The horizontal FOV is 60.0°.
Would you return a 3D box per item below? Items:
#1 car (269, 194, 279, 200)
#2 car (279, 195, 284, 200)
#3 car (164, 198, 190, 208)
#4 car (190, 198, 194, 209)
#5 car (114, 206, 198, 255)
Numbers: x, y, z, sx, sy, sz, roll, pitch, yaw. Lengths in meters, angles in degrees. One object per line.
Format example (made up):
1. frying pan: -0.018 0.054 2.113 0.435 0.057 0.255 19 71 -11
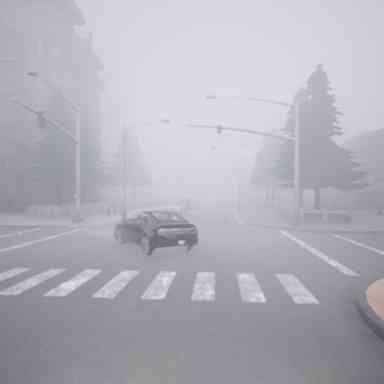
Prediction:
1. car: 20.126 1.545 83.744 1.845 1.501 3.633 0 0 5
2. car: 23.781 1.577 90.856 1.970 1.475 3.806 0 0 5
3. car: -1.684 1.569 33.033 1.812 1.442 4.674 0 0 6
4. car: -0.839 1.555 43.186 1.837 1.490 4.892 0 0 5
5. car: -1.623 1.505 13.451 2.128 1.511 4.902 1 -1 -31
